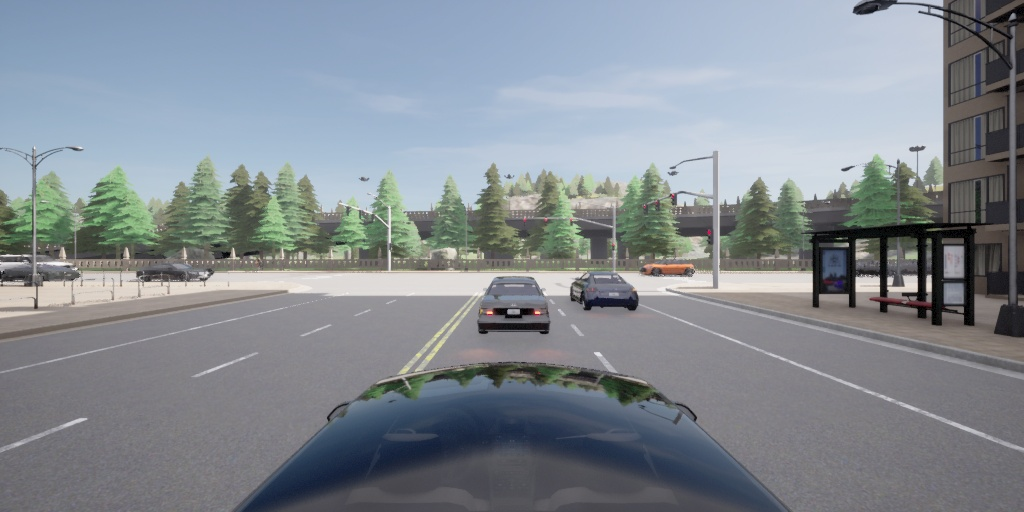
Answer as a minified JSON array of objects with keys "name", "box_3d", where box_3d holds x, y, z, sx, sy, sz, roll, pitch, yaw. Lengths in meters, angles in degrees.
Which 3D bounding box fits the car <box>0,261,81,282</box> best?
[{"name":"car","box_3d":[-35.527,1.257,27.132,4.181,1.385,1.994,0,0,-1]}]

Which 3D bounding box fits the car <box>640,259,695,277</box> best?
[{"name":"car","box_3d":[14.596,1.046,33.735,4.553,1.767,2.097,0,0,0]}]

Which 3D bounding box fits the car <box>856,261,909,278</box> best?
[{"name":"car","box_3d":[32.755,1.186,33.175,4.902,1.511,2.128,0,0,5]}]

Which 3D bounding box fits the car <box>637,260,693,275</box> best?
[{"name":"car","box_3d":[15.805,1.186,37.244,4.902,1.511,2.128,0,0,1]}]

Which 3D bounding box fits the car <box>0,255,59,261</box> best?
[{"name":"car","box_3d":[-40.950,0.918,30.581,5.566,2.045,2.150,0,0,-3]}]

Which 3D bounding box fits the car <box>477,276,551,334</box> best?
[{"name":"car","box_3d":[0.060,1.297,10.558,2.033,1.411,5.357,0,0,1]}]

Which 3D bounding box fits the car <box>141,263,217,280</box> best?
[{"name":"car","box_3d":[-28.362,1.295,30.644,4.718,1.301,1.895,0,0,1]}]

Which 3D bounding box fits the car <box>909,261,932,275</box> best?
[{"name":"car","box_3d":[39.861,1.242,35.735,5.357,1.411,2.033,0,0,14]}]

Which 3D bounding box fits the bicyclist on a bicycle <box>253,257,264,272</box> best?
[{"name":"bicyclist on a bicycle","box_3d":[-29.461,0.995,41.659,0.582,1.620,1.656,0,0,1]}]

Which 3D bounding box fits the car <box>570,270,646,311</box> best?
[{"name":"car","box_3d":[3.579,1.314,14.568,1.994,1.385,4.181,0,0,0]}]

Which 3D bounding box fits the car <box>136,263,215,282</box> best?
[{"name":"car","box_3d":[-25.549,1.220,27.112,4.674,1.442,1.812,0,0,-1]}]
